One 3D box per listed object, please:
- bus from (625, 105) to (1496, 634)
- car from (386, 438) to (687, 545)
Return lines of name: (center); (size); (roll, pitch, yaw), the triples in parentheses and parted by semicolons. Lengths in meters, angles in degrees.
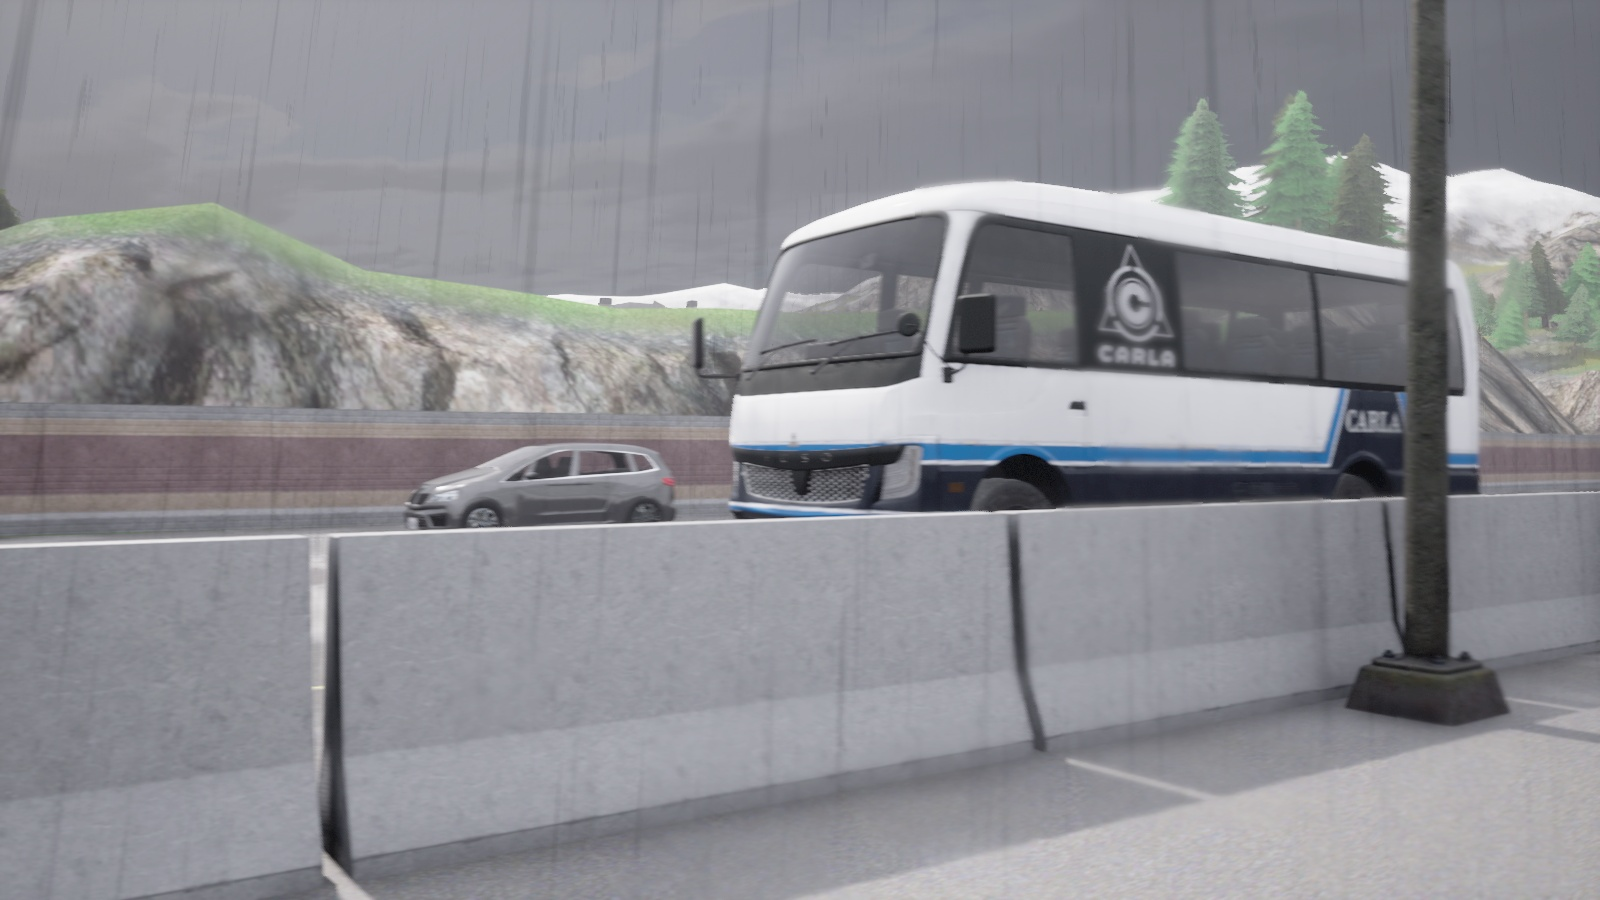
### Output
bus: (3.498, -0.604, 14.627); (10.273, 4.253, 3.944); (1, 0, -35)
car: (-4.531, 0.652, 21.828); (4.611, 1.667, 2.242); (0, 0, -35)
